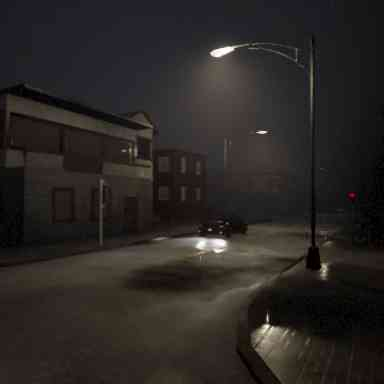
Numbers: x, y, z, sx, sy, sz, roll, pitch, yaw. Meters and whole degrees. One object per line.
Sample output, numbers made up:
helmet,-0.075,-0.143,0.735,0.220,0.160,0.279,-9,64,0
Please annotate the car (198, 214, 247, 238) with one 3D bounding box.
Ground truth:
car,2.041,2.101,21.409,1.994,1.385,4.181,0,-2,30

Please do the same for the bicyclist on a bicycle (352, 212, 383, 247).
bicyclist on a bicycle,8.585,1.791,15.958,1.656,1.620,0.582,-1,-2,30
